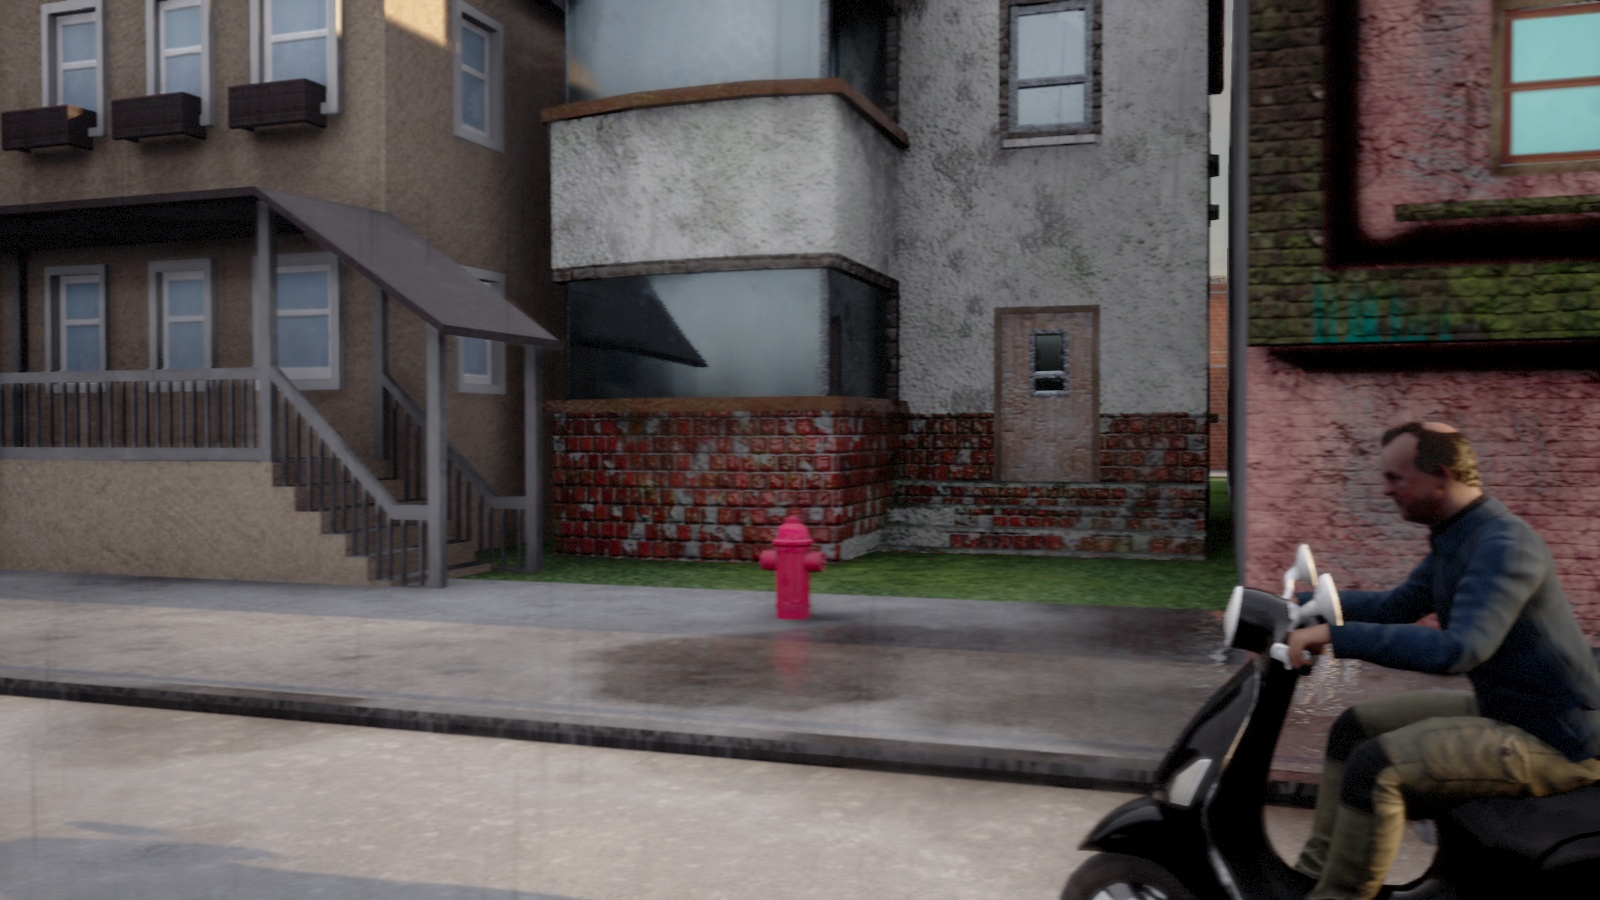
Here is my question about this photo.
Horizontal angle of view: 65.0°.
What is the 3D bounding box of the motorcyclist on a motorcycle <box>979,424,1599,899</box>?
[{"bbox_3d":[1.446,0.733,3.236,1.817,1.590,0.866,1,1,18],"label":"motorcyclist on a motorcycle"}]
